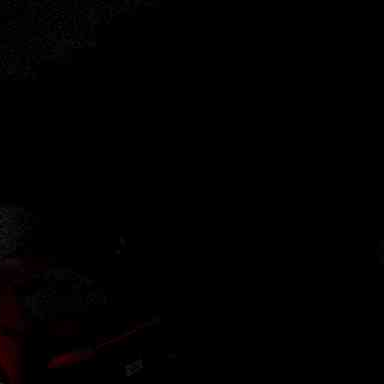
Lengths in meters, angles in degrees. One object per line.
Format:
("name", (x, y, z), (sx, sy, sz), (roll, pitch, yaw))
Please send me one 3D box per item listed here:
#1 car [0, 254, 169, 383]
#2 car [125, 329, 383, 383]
("car", (-2.370, 1.542, 4.483), (4.507, 1.381, 1.887), (0, 1, 35))
("car", (2.033, 1.552, 1.346), (4.403, 1.369, 2.008), (0, 1, 35))
